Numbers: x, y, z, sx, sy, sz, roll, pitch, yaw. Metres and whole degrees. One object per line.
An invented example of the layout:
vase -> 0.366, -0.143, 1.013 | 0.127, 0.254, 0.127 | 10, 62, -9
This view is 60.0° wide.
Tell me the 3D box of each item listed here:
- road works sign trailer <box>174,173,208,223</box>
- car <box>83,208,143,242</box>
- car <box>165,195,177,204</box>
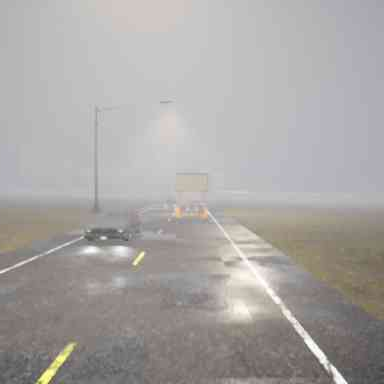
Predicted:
road works sign trailer -> -0.009, 0.372, 24.457 | 2.380, 3.560, 2.880 | 0, 0, 0
car -> -3.607, 1.486, 16.241 | 2.033, 1.411, 5.357 | 0, 0, 0
car -> -3.576, 1.292, 56.325 | 1.837, 1.490, 4.892 | 0, 0, 0
